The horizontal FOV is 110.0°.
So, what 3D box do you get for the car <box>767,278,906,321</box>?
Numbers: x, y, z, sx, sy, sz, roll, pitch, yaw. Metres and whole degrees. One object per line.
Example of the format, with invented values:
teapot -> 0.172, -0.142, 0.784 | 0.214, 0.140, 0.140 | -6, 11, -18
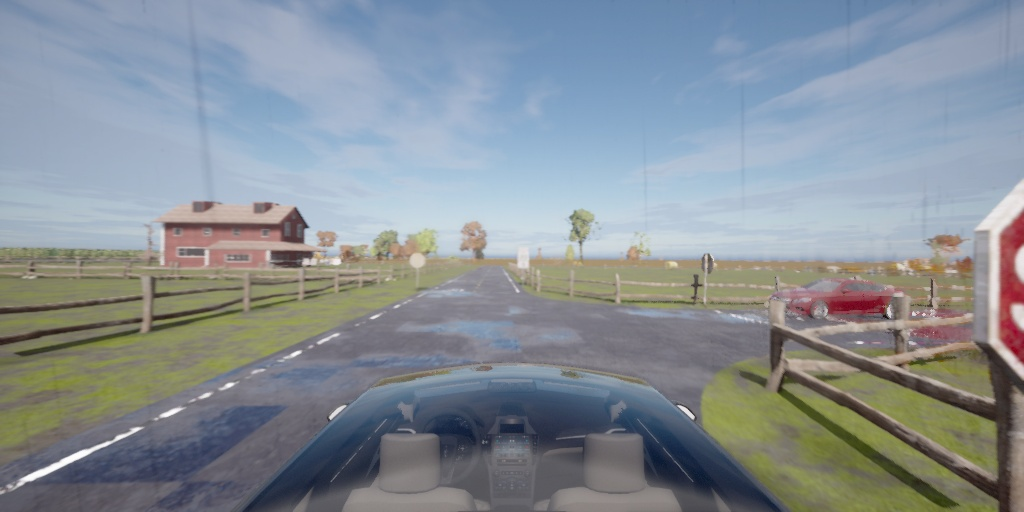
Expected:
car -> 12.283, 1.574, 13.569 | 4.674, 1.442, 1.812 | 1, 0, -4
